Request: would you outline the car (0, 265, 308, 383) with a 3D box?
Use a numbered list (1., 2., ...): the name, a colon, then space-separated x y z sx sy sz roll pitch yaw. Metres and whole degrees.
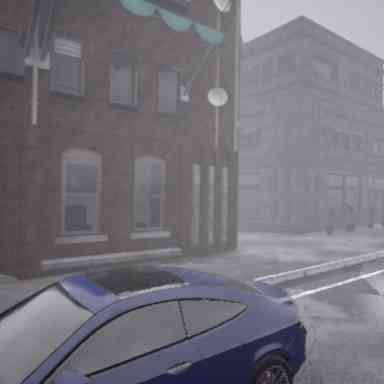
1. car: -0.823 1.529 3.111 4.674 1.442 1.812 0 0 -36
